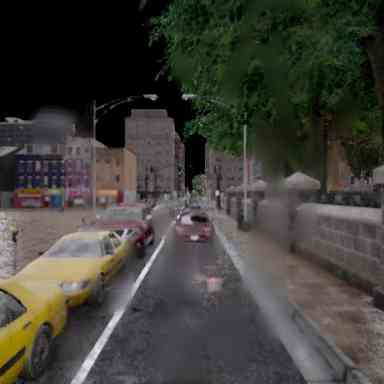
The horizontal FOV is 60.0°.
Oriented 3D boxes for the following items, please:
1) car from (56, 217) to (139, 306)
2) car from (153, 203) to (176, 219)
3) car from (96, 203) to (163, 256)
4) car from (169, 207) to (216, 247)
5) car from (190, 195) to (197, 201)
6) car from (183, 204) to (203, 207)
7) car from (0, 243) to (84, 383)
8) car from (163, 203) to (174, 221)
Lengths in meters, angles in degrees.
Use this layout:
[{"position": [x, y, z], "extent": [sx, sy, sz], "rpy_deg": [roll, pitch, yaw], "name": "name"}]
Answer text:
[{"position": [-2.644, 1.582, 8.189], "extent": [1.752, 1.417, 4.829], "rpy_deg": [0, 0, 0], "name": "car"}, {"position": [-2.642, 1.790, 32.830], "extent": [1.947, 1.339, 4.313], "rpy_deg": [0, 0, 0], "name": "car"}, {"position": [-2.643, 1.409, 13.631], "extent": [2.192, 1.841, 5.009], "rpy_deg": [0, 0, 0], "name": "car"}, {"position": [0.098, 1.631, 15.382], "extent": [1.812, 1.442, 4.674], "rpy_deg": [0, 0, 0], "name": "car"}, {"position": [0.278, 1.908, 85.219], "extent": [1.812, 1.442, 4.674], "rpy_deg": [0, 0, 0], "name": "car"}, {"position": [0.095, 1.773, 30.601], "extent": [1.994, 1.385, 4.181], "rpy_deg": [0, 0, 0], "name": "car"}, {"position": [-2.645, 1.546, 2.919], "extent": [1.752, 1.417, 4.829], "rpy_deg": [0, 0, 0], "name": "car"}, {"position": [-2.641, 1.782, 29.167], "extent": [1.802, 1.307, 4.206], "rpy_deg": [0, 0, 0], "name": "car"}]
